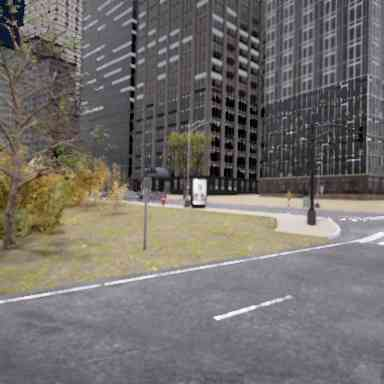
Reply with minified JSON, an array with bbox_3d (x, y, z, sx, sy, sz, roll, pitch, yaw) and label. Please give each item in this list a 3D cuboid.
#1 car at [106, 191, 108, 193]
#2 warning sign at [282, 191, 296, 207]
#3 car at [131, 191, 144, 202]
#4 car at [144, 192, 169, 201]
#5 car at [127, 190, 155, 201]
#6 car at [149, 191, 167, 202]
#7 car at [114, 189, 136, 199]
[{"bbox_3d":[-15.313,0.463,61.678,1.994,1.385,4.181,2,-1,-43],"label":"car"},{"bbox_3d":[11.653,0.798,39.967,1.300,1.860,1.060,1,-1,-40],"label":"warning sign"},{"bbox_3d":[-8.595,0.503,44.237,2.128,1.511,4.902,2,0,-41],"label":"car"},{"bbox_3d":[-6.079,0.703,56.349,1.812,1.442,4.674,2,-1,-41],"label":"car"},{"bbox_3d":[-8.388,0.573,54.060,2.128,1.511,4.902,2,-1,-41],"label":"car"},{"bbox_3d":[-5.534,0.651,45.659,1.812,1.442,4.674,2,0,-41],"label":"car"},{"bbox_3d":[-12.895,0.350,63.855,2.097,1.767,4.553,2,-1,-43],"label":"car"}]
